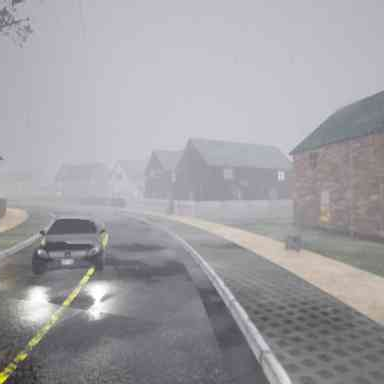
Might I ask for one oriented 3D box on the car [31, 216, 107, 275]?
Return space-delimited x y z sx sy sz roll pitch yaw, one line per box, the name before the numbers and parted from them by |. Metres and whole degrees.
car | -3.811 1.551 10.818 1.812 1.442 4.674 0 0 -15
